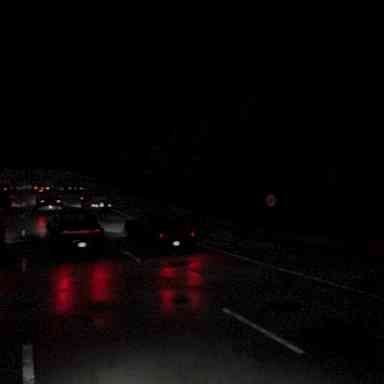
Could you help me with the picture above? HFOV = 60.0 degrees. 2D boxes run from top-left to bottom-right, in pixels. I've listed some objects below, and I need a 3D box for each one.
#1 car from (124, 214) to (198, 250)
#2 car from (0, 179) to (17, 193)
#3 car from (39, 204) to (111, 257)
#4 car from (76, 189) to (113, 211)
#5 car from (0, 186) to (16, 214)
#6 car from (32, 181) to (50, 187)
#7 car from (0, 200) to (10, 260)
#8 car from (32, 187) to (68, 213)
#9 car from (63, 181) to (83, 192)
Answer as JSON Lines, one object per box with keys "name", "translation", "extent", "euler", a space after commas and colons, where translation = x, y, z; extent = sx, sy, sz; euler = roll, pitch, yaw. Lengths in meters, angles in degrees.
{"name": "car", "translation": [-1.586, 1.652, 14.855], "extent": [1.895, 1.301, 4.718], "euler": [0, 1, -27]}
{"name": "car", "translation": [-20.823, -0.749, 37.407], "extent": [1.812, 1.442, 4.674], "euler": [0, 7, -27]}
{"name": "car", "translation": [-4.804, 1.520, 13.470], "extent": [2.128, 1.511, 4.902], "euler": [0, 1, -26]}
{"name": "car", "translation": [-7.952, 0.869, 27.421], "extent": [2.033, 1.411, 5.357], "euler": [0, 5, -26]}
{"name": "car", "translation": [-14.597, 0.718, 25.079], "extent": [1.837, 1.490, 4.892], "euler": [0, 5, -26]}
{"name": "car", "translation": [-17.719, -0.659, 39.024], "extent": [1.895, 1.301, 4.718], "euler": [0, 6, -27]}
{"name": "car", "translation": [-7.894, 1.360, 11.829], "extent": [2.097, 1.767, 4.553], "euler": [0, 1, -27]}
{"name": "car", "translation": [-11.468, 0.723, 26.647], "extent": [2.128, 1.511, 4.902], "euler": [0, 5, -26]}
{"name": "car", "translation": [-14.454, -0.658, 40.315], "extent": [2.033, 1.411, 5.357], "euler": [0, 6, -27]}
